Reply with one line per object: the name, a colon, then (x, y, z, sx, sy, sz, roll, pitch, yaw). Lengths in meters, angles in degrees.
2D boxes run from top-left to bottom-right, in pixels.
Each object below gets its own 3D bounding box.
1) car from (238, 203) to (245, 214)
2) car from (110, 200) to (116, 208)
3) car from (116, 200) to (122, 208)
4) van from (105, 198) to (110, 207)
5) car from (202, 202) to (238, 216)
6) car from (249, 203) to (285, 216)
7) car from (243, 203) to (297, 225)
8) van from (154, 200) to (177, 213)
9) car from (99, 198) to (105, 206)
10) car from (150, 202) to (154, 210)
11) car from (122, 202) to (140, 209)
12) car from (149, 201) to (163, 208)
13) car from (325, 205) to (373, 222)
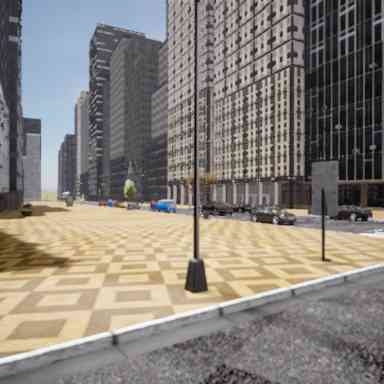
car: (6.476, 2.159, 44.918, 1.947, 1.339, 4.313, -1, -1, -26)
car: (-15.768, 2.723, 71.643, 1.887, 1.381, 4.507, -1, -1, -26)
car: (-13.245, 2.594, 66.428, 1.752, 1.417, 4.829, -1, -1, -26)
van: (-18.222, 2.626, 76.707, 1.690, 1.788, 3.998, -1, -1, -26)
car: (2.923, 1.977, 39.003, 1.882, 1.535, 5.008, 0, -1, -26)
car: (8.926, 2.059, 39.856, 1.947, 1.339, 4.313, -1, -1, -26)
car: (6.284, 1.808, 26.080, 2.008, 1.369, 4.403, -1, -1, -26)
van: (-3.521, 1.998, 46.333, 1.690, 1.788, 3.998, -1, -1, -26)
car: (-23.118, 3.044, 86.829, 1.887, 1.381, 4.507, -1, -1, -26)
car: (-5.650, 2.482, 56.938, 1.895, 1.301, 4.718, 0, -1, -26)
car: (-10.868, 2.518, 61.518, 2.008, 1.369, 4.403, -1, -1, -26)
car: (-8.224, 2.798, 75.293, 1.802, 1.307, 4.206, -1, -1, -26)
car: (13.827, 1.845, 29.730, 2.008, 1.369, 4.403, -1, -1, -26)
